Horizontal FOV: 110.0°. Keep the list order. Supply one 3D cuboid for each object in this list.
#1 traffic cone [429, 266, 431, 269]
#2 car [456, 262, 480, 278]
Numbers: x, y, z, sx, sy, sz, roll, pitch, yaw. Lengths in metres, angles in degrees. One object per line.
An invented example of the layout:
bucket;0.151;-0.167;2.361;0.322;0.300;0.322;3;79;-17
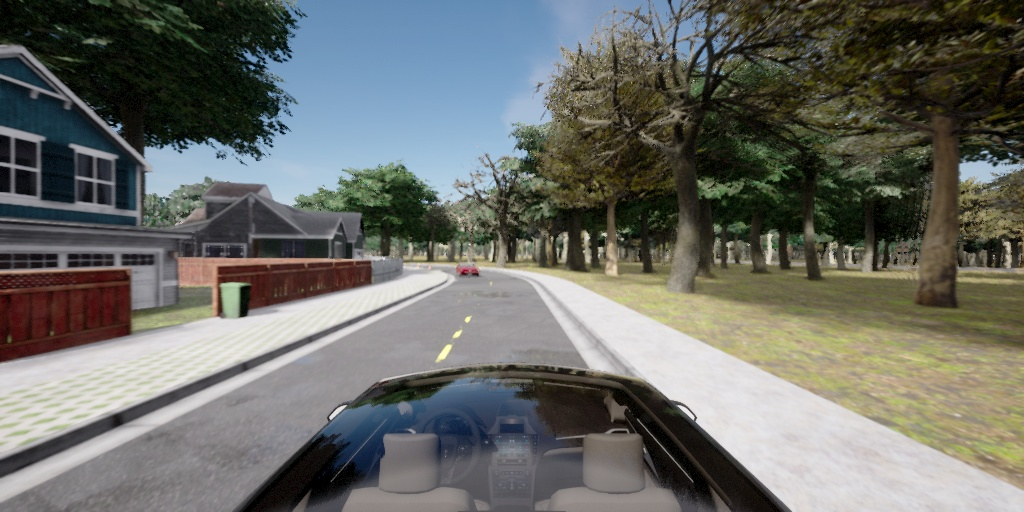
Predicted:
traffic cone;-10.968;1.491;48.067;0.340;0.580;0.340;0;0;-31
car;-4.019;1.243;32.497;1.895;1.301;4.718;0;0;-12
